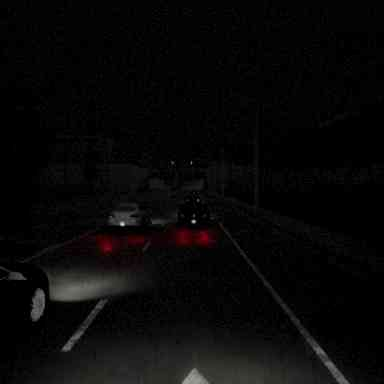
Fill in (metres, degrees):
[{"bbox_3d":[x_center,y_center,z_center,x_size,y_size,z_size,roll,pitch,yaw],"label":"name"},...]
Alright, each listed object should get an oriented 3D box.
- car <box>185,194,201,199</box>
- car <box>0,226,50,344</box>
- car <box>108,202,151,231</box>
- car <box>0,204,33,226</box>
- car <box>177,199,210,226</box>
[{"bbox_3d":[0.105,0.928,40.595,1.895,1.301,4.718,0,1,0],"label":"car"},{"bbox_3d":[-3.399,1.466,3.921,1.837,1.490,4.892,0,0,0],"label":"car"},{"bbox_3d":[-3.429,1.300,18.619,1.812,1.442,4.674,0,1,0],"label":"car"},{"bbox_3d":[-10.499,1.353,18.188,1.994,1.385,4.181,0,1,0],"label":"car"},{"bbox_3d":[0.103,1.336,20.907,1.895,1.301,4.718,0,1,0],"label":"car"}]
